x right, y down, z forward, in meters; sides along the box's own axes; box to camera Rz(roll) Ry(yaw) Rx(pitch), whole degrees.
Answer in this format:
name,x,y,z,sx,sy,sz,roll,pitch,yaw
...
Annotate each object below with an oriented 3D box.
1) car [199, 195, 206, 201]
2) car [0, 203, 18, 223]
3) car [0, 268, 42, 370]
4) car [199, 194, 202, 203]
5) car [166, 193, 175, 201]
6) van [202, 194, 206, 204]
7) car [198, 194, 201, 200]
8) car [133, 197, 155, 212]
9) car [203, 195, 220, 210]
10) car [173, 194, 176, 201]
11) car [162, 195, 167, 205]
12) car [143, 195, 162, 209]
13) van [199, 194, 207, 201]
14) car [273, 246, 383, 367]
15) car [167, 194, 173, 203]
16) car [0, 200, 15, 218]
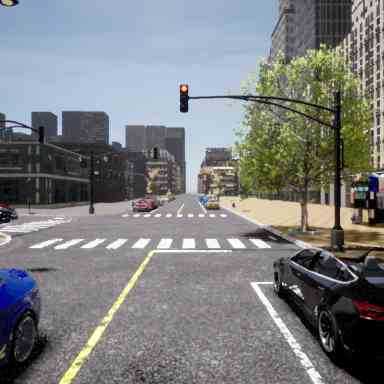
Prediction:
name,x,y,z,sx,sy,sz,roll,pitch,yaw
car,2.740,1.534,88.397,1.752,1.417,4.829,0,0,0
car,-14.023,1.343,21.673,4.892,1.490,1.837,1,0,-4
car,-3.061,1.526,3.025,1.812,1.442,4.674,0,0,0
car,2.725,1.556,60.472,2.008,1.369,4.403,0,0,0
car,-5.640,1.324,88.229,2.192,1.841,5.009,0,0,0
van,2.721,1.345,49.370,1.690,1.788,3.998,0,0,0
car,2.731,1.572,71.574,1.947,1.339,4.313,0,0,0
car,-5.666,1.584,38.269,1.802,1.307,4.206,0,0,0
car,2.717,1.528,43.988,1.752,1.417,4.829,0,0,0
car,-5.644,1.559,82.678,2.008,1.369,4.403,0,0,0
car,-5.658,1.555,54.923,2.008,1.369,4.403,0,0,0
car,-5.662,1.318,43.820,2.192,1.841,5.009,0,0,0
van,2.738,1.349,82.676,1.690,1.788,3.998,0,0,0
car,2.698,1.566,5.789,1.947,1.339,4.313,0,0,0
car,-5.649,1.532,71.406,1.752,1.417,4.829,0,0,0
car,-17.254,1.371,27.278,4.507,1.381,1.887,1,-1,-1
